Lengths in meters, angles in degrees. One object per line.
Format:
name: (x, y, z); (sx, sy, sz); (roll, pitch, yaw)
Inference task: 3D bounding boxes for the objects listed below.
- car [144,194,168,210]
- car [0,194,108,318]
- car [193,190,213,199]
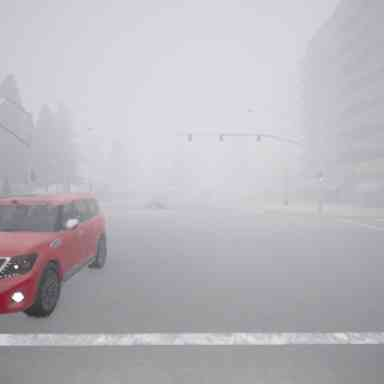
car: (-3.440, 0.937, 32.292); (1.812, 1.442, 4.674); (0, 1, 1)
car: (-3.499, 1.090, 7.476); (2.150, 2.045, 5.566); (0, 1, 0)
car: (1.926, 0.445, 56.571); (2.128, 1.511, 4.902); (0, 1, 29)
